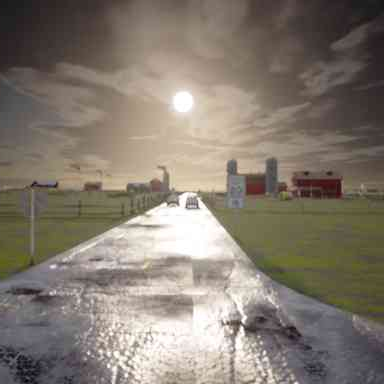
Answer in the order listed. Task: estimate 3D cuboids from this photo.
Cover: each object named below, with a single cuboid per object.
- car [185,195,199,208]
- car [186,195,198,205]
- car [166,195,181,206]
[{"bbox_3d":[0.002,1.331,44.586,2.033,1.411,5.357,0,0,0],"label":"car"},{"bbox_3d":[0.001,1.212,55.007,1.882,1.535,5.008,0,0,0],"label":"car"},{"bbox_3d":[-2.750,1.263,50.004,1.837,1.490,4.892,0,0,0],"label":"car"}]
